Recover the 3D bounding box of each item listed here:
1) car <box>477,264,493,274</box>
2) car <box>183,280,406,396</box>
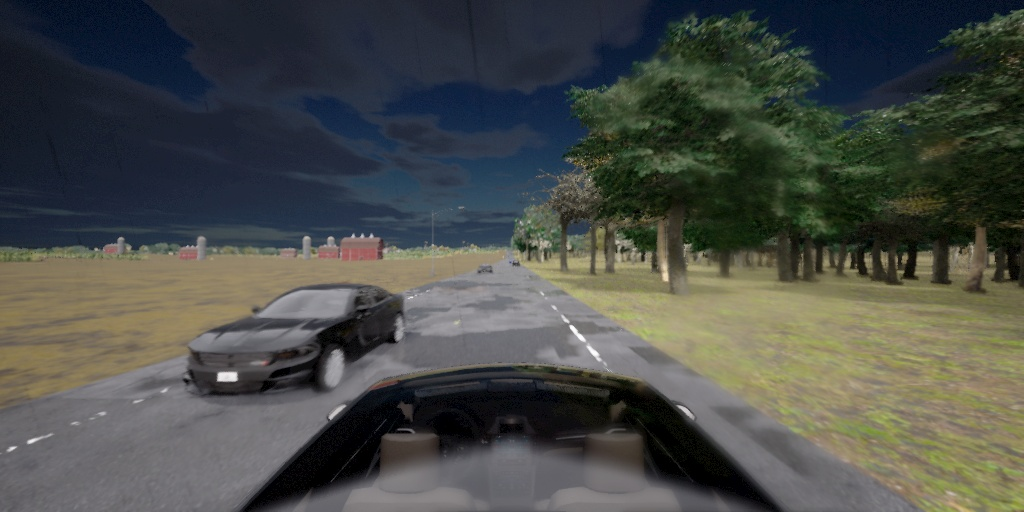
[{"bbox_3d":[-3.588,1.716,48.767,1.994,1.385,4.181,0,0,0],"label":"car"},{"bbox_3d":[-3.601,1.280,7.035,1.882,1.535,5.008,0,-1,0],"label":"car"}]
